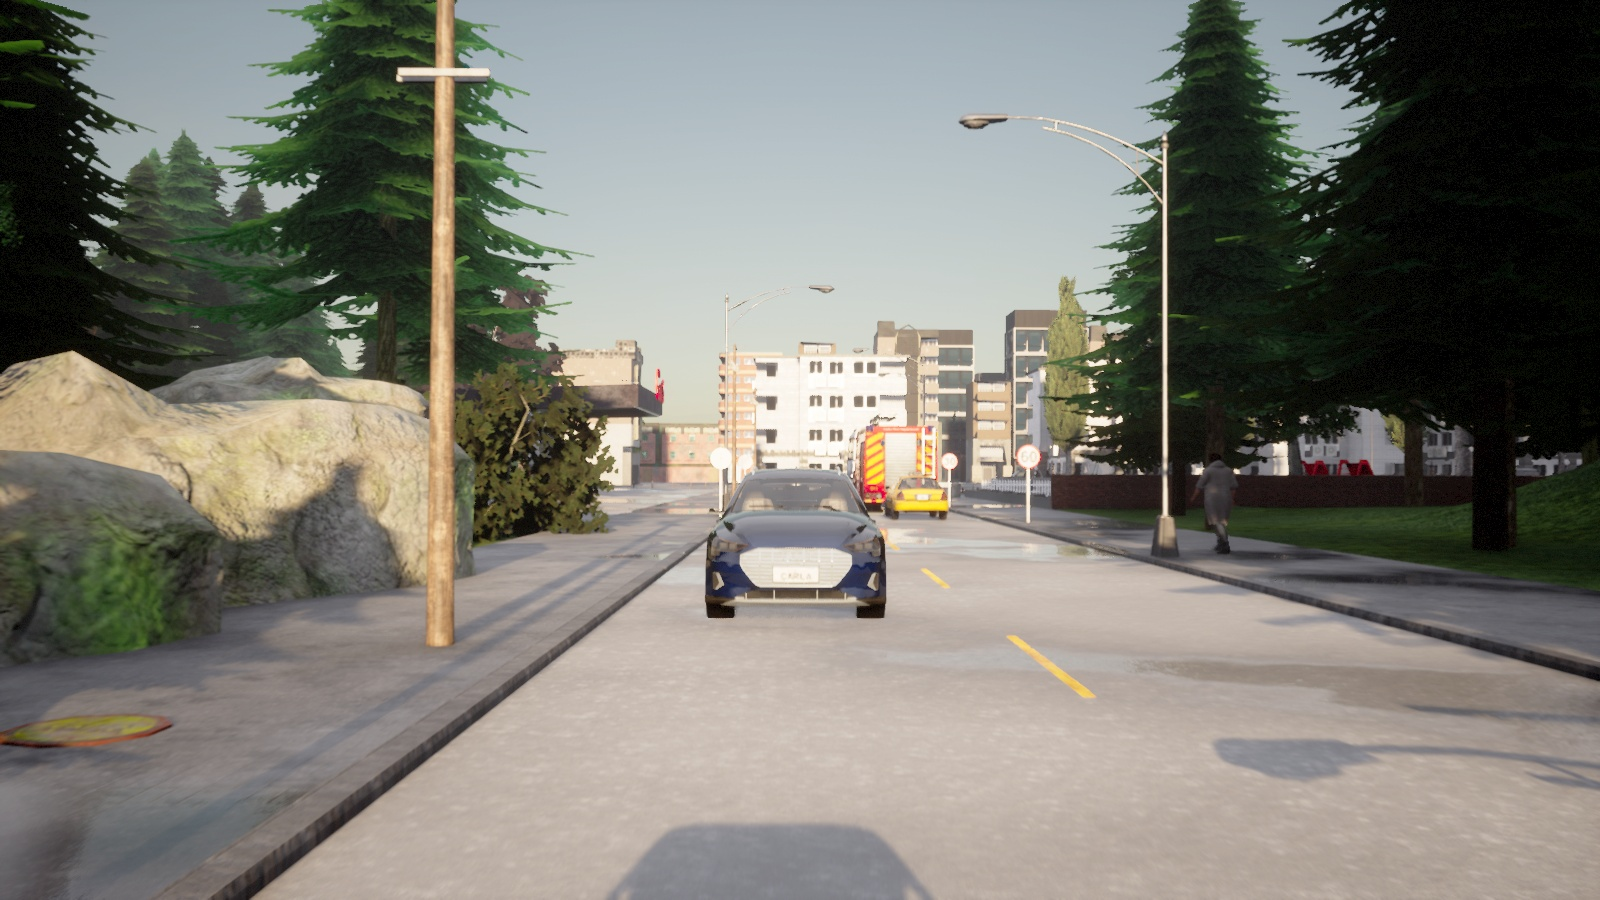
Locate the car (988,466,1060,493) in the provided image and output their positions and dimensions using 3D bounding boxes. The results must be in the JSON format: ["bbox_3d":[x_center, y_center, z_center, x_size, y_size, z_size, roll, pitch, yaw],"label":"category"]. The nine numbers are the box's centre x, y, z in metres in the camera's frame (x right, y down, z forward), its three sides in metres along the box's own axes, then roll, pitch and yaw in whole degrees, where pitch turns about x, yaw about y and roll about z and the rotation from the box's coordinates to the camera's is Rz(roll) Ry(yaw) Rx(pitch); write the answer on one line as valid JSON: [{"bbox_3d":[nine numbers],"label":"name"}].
[{"bbox_3d":[15.370,2.023,86.317,4.605,1.855,1.932,0,-1,0],"label":"car"}]

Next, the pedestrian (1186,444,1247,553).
[{"bbox_3d":[7.615,0.881,22.987,0.659,1.952,0.873,0,-1,-16],"label":"pedestrian"}]

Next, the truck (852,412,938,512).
[{"bbox_3d":[3.832,0.518,52.435,2.891,3.827,8.468,0,-1,0],"label":"truck"}]

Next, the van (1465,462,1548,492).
[{"bbox_3d":[46.331,1.769,82.386,4.442,1.987,1.775,0,-1,0],"label":"van"}]

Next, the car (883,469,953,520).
[{"bbox_3d":[3.877,1.447,42.089,1.801,1.575,5.366,0,-1,0],"label":"car"}]

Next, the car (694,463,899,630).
[{"bbox_3d":[-0.038,0.995,14.910,2.033,1.649,4.856,0,-1,0],"label":"car"}]

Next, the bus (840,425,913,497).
[{"bbox_3d":[4.706,0.763,79.390,3.944,4.253,10.273,0,-1,0],"label":"bus"}]
